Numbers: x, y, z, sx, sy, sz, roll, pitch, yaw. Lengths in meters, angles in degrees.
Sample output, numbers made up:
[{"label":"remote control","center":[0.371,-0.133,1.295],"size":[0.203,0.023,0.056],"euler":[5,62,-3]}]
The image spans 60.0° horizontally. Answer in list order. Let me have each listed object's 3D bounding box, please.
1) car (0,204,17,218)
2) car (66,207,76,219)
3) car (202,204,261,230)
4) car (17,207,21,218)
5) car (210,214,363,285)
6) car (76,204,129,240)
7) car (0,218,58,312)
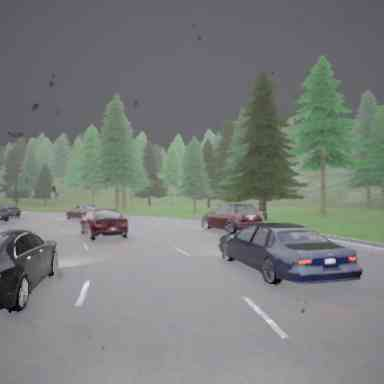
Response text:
[{"label":"car","center":[-17.366,1.895,28.399],"size":[4.902,1.511,2.128],"euler":[-1,-1,39]},{"label":"car","center":[-10.146,1.886,31.277],"size":[4.674,1.442,1.812],"euler":[-1,-1,44]},{"label":"car","center":[2.388,1.503,20.335],"size":[2.097,1.767,4.553],"euler":[0,0,-25]},{"label":"car","center":[-19.494,1.963,33.984],"size":[4.902,1.511,2.128],"euler":[-1,-1,32]},{"label":"car","center":[2.423,1.609,9.793],"size":[2.033,1.411,5.357],"euler":[0,-1,-15]},{"label":"car","center":[-5.014,1.683,18.640],"size":[1.882,1.535,5.008],"euler":[0,0,-27]},{"label":"car","center":[-4.473,1.614,7.752],"size":[1.837,1.490,4.892],"euler":[1,-1,-11]}]
